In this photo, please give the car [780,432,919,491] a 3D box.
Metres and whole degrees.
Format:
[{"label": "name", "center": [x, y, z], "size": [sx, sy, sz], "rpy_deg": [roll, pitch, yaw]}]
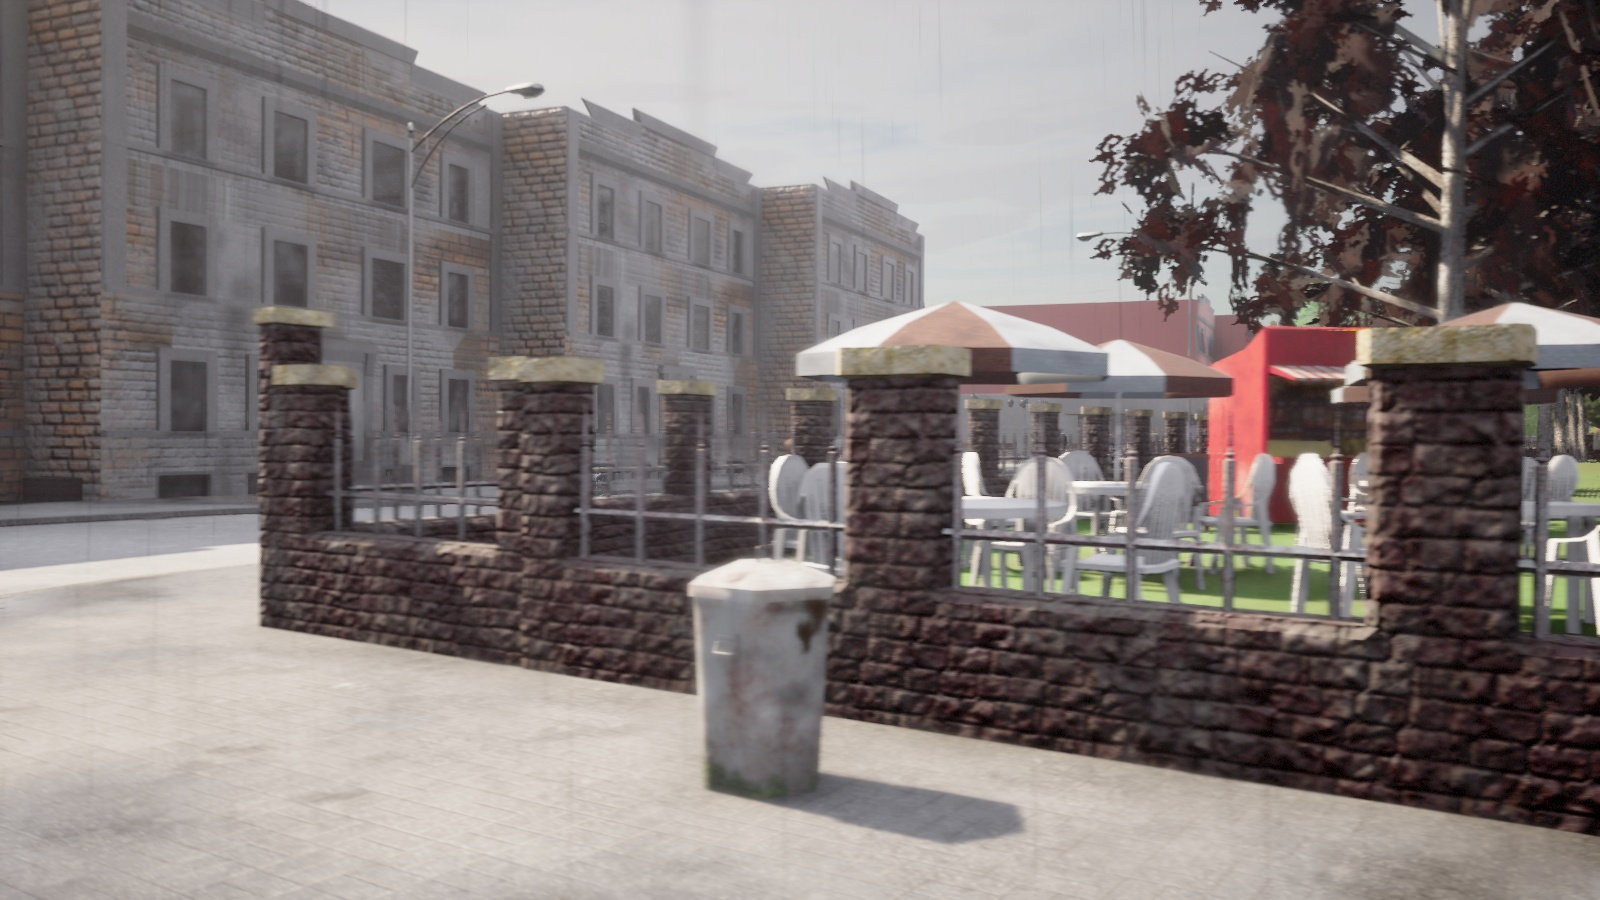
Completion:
[{"label": "car", "center": [1.413, 0.268, 34.016], "size": [1.816, 1.474, 4.193], "rpy_deg": [0, 1, 34]}]
